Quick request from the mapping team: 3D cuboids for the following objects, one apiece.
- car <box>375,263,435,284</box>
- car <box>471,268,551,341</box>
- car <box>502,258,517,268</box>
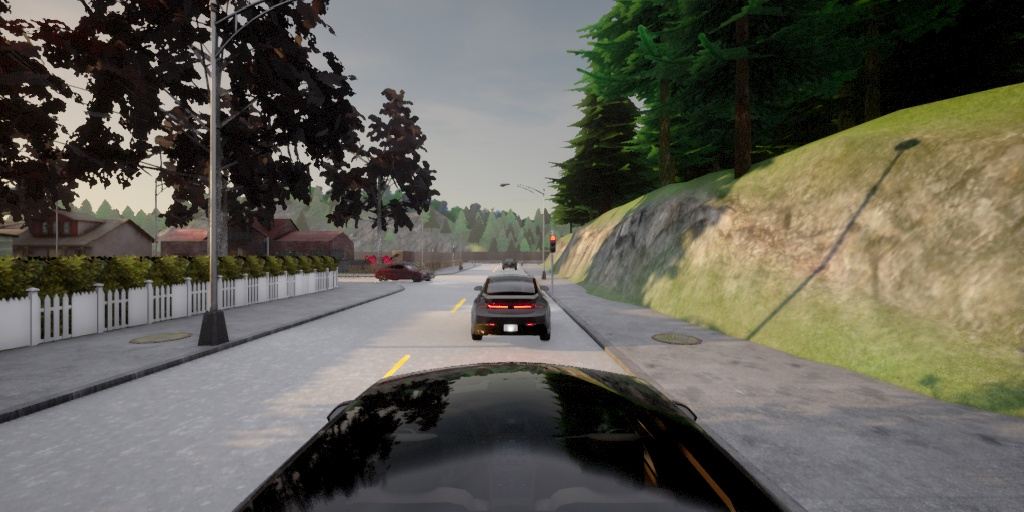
[{"bbox_3d":[-8.115,1.275,27.210,4.674,1.442,1.812,0,-1,17],"label":"car"},{"bbox_3d":[-0.017,1.255,9.914,1.837,1.490,4.892,0,0,0],"label":"car"},{"bbox_3d":[-0.352,1.103,53.812,2.097,1.767,4.553,0,0,0],"label":"car"}]
